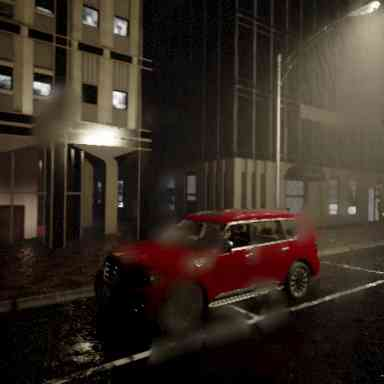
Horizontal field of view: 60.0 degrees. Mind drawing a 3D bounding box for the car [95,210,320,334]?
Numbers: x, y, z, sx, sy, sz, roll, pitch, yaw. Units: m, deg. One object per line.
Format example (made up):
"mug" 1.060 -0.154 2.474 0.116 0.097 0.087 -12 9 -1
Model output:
"car" 0.627 1.351 6.995 5.009 1.841 2.192 1 0 -35
